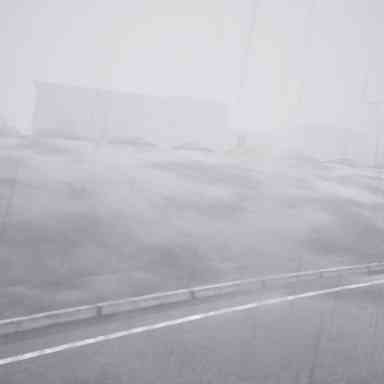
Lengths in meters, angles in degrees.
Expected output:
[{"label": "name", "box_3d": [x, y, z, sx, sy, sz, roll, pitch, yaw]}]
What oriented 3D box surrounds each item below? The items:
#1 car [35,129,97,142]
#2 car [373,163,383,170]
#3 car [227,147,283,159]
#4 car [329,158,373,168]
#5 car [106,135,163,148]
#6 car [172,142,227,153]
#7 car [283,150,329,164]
[{"label": "car", "box_3d": [-10.266, -4.337, 27.392, 4.892, 1.521, 2.231, 3, -1, -15]}, {"label": "car", "box_3d": [21.462, -2.484, 37.551, 4.674, 1.452, 2.002, 3, -2, -21]}, {"label": "car", "box_3d": [5.689, -3.454, 31.940, 5.008, 1.535, 2.097, 3, -1, -17]}, {"label": "car", "box_3d": [16.310, -2.801, 35.597, 4.792, 1.488, 2.163, 3, -2, -20]}, {"label": "car", "box_3d": [-4.936, -4.058, 28.798, 4.892, 1.521, 2.231, 3, -1, -15]}, {"label": "car", "box_3d": [0.392, -3.719, 30.311, 4.674, 1.452, 2.002, 3, -1, -16]}, {"label": "car", "box_3d": [10.932, -3.274, 33.676, 4.553, 1.767, 2.185, 3, -2, -18]}]
